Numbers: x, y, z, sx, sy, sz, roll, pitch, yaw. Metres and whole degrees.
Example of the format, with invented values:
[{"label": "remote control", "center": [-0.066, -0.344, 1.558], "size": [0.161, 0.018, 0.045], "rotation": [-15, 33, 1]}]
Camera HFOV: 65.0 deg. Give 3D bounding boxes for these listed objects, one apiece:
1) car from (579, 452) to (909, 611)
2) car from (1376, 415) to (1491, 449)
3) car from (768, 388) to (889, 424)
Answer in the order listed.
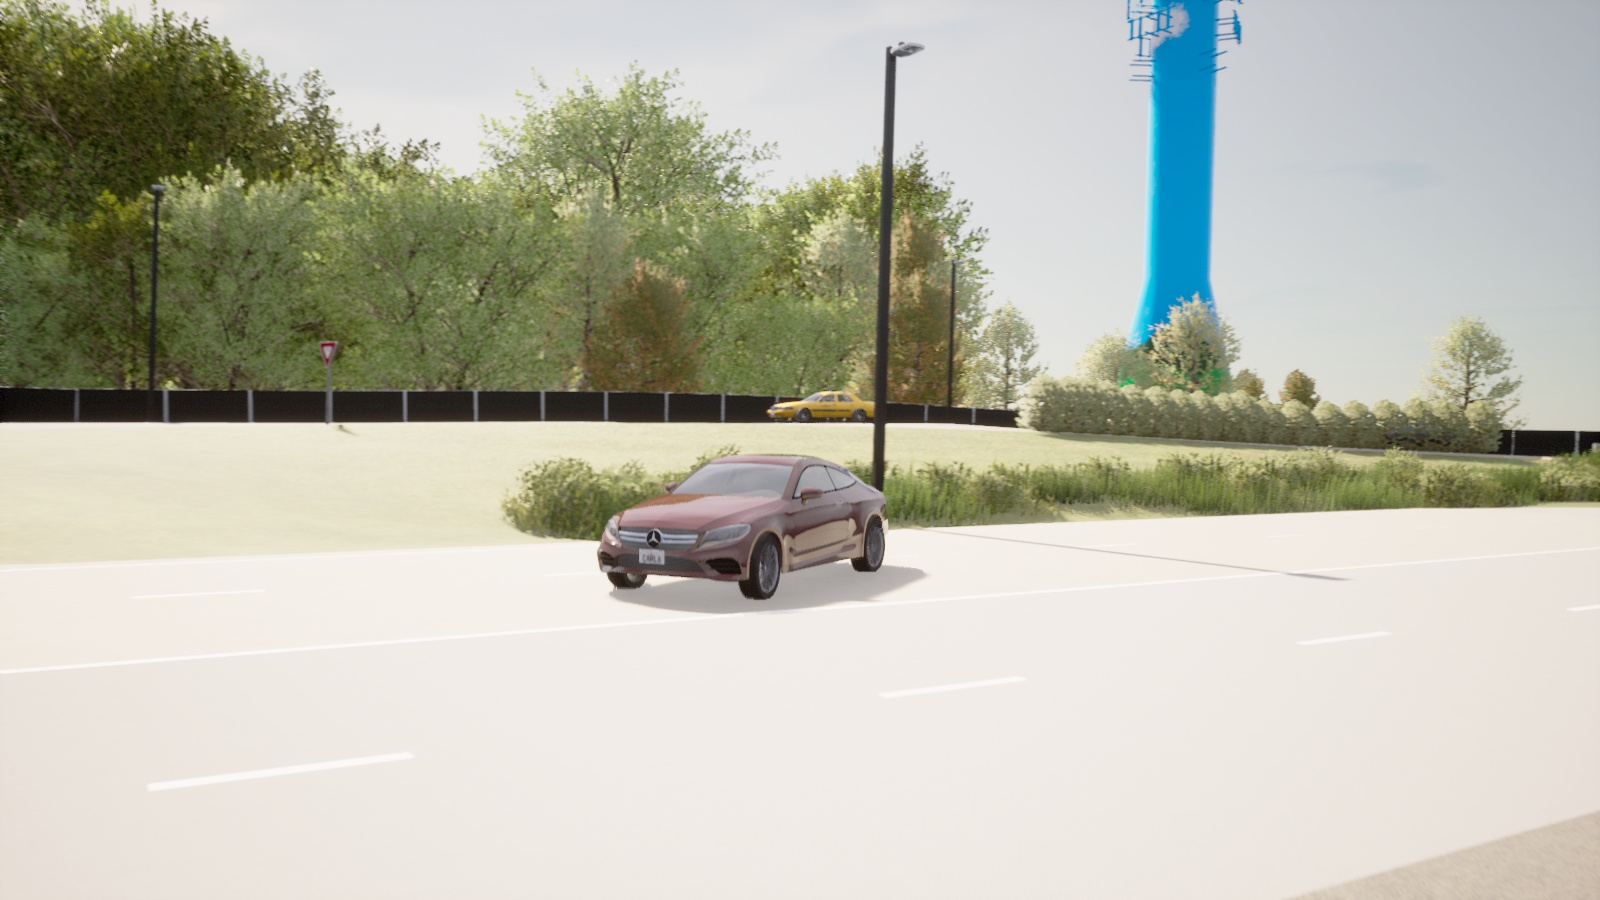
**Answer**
[{"label": "car", "center": [-0.429, 0.786, 14.562], "size": [1.812, 1.442, 4.674], "rotation": [1, 1, 26]}, {"label": "car", "center": [31.238, -0.878, 62.025], "size": [4.674, 1.442, 1.812], "rotation": [2, 0, 7]}, {"label": "car", "center": [1.320, -2.014, 57.694], "size": [5.366, 1.575, 1.801], "rotation": [-1, 1, -29]}]
